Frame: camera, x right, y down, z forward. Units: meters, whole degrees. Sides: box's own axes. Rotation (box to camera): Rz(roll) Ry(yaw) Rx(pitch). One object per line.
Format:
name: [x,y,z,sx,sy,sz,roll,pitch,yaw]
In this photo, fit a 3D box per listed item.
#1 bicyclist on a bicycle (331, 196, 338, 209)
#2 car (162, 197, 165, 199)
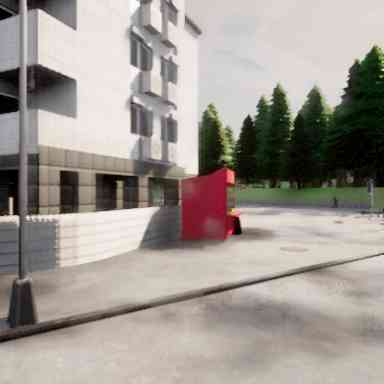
bicyclist on a bicycle: [18.085,1.312,42.134,1.656,1.620,0.582,0,0,-35]
car: [-5.273,1.569,67.524,1.895,1.301,4.718,0,0,-35]
